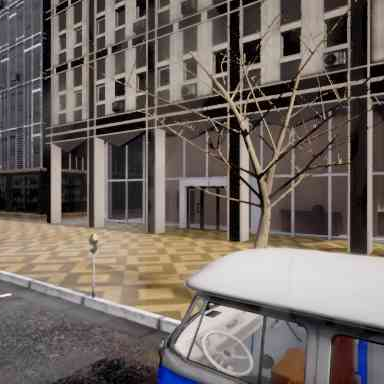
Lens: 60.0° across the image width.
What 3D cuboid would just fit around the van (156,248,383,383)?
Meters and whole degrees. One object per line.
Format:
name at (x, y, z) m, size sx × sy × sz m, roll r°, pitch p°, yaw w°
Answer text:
van at (1.574, 1.341, 1.747) m, size 3.998 × 1.788 × 1.690 m, roll 0°, pitch 0°, yaw 36°
